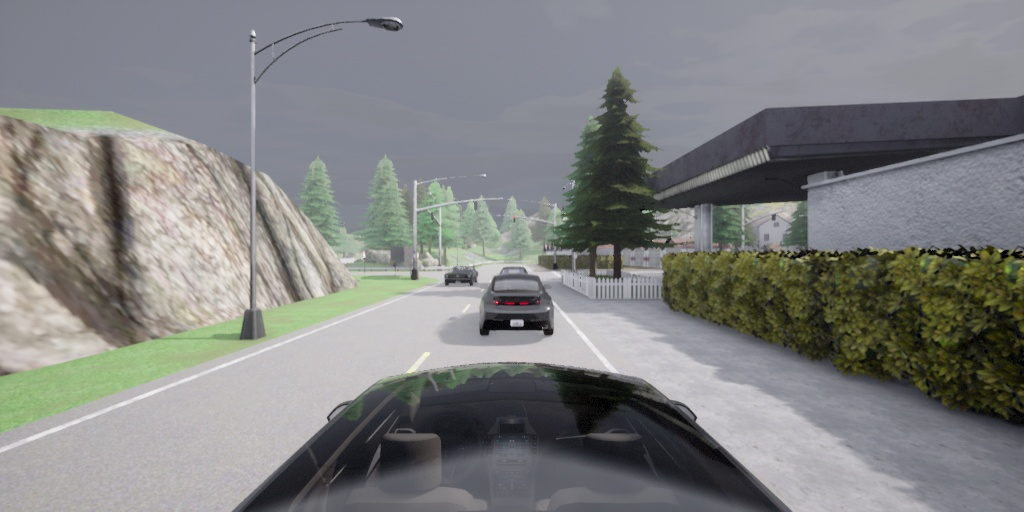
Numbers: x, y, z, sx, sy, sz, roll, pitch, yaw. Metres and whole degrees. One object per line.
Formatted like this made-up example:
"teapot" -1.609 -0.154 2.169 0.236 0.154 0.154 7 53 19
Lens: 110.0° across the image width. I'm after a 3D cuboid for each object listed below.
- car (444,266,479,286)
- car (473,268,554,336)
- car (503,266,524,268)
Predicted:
"car" -3.460 1.347 25.047 1.895 1.301 4.718 0 0 0
"car" 0.115 1.249 10.411 1.837 1.490 4.892 0 0 0
"car" 0.104 1.284 20.149 2.033 1.411 5.357 0 0 2
